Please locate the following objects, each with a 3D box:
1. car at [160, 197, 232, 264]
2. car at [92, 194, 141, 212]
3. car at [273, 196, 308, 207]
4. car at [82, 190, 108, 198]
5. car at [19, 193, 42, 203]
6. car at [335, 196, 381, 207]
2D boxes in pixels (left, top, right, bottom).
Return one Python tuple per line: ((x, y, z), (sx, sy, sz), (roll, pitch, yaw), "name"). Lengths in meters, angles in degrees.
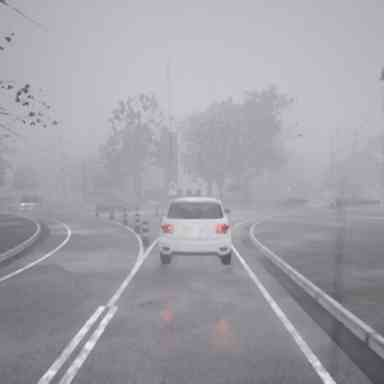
((0.203, 1.191, 11.878), (2.150, 2.045, 5.566), (0, 0, 3), "car")
((-7.079, 1.221, 32.359), (4.181, 1.385, 1.994), (0, 1, 11), "car")
((11.776, 1.093, 39.545), (4.718, 1.301, 1.895), (-1, 2, -38), "car")
((-18.651, 0.333, 64.091), (1.882, 1.535, 5.008), (1, 2, 41), "car")
((-23.087, 0.874, 47.665), (1.994, 1.385, 4.181), (0, 1, -9), "car")
((19.502, 1.131, 39.054), (4.718, 1.301, 1.895), (1, 1, -7), "car")
